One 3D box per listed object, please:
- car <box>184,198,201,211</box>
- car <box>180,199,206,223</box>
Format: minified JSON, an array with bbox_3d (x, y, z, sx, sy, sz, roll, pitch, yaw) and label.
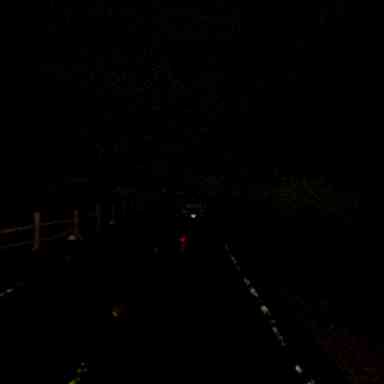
[{"bbox_3d":[0.091,1.488,41.171,1.994,1.385,4.181,0,0,0],"label":"car"},{"bbox_3d":[0.094,1.471,24.787,1.812,1.442,4.674,0,0,0],"label":"car"}]
